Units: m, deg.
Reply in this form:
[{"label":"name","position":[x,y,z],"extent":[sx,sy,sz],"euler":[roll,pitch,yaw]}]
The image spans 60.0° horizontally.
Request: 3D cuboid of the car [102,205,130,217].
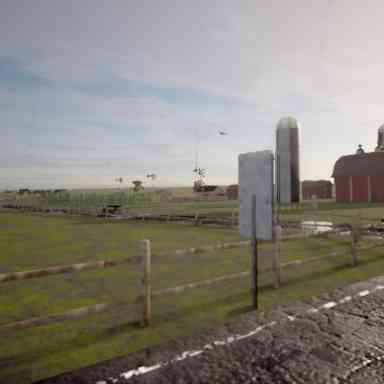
[{"label":"car","position":[-9.632,2.329,41.909],"extent":[1.812,1.442,4.674],"euler":[-1,0,-42]}]
